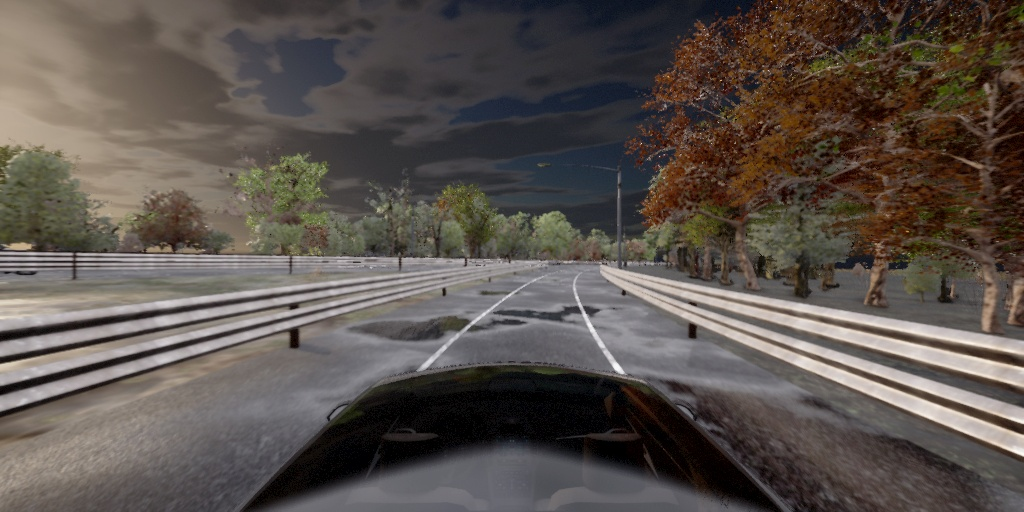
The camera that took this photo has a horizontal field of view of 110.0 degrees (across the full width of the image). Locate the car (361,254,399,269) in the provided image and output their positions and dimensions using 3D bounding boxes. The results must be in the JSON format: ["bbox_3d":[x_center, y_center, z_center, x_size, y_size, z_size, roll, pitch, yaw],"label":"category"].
[{"bbox_3d":[-15.992,0.561,43.771,2.097,1.767,4.553,0,-1,32],"label":"car"}]

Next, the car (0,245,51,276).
[{"bbox_3d":[-27.537,0.271,18.385,1.812,1.442,4.674,0,-1,32],"label":"car"}]
